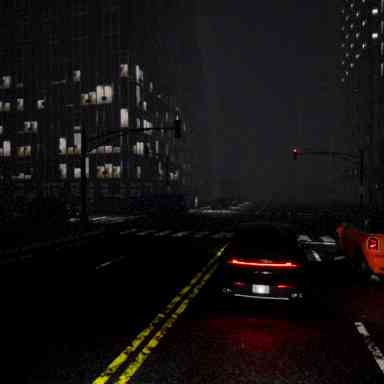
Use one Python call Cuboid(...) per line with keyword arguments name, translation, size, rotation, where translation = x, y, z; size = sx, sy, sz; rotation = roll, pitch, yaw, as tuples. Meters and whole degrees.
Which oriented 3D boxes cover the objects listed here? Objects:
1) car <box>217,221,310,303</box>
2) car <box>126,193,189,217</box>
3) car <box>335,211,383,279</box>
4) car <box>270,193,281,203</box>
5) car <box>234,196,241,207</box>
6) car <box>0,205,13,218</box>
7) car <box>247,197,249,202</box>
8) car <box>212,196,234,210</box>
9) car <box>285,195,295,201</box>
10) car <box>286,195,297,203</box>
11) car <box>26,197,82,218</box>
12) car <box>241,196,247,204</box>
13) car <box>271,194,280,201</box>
Cuboid(name="car", translation=(1.839, 1.501, 8.342), size=(1.837, 1.490, 4.892), rotation=(0, 0, 14))
Cuboid(name="car", translation=(-3.023, 1.108, 29.494), size=(5.566, 2.045, 2.150), rotation=(1, 1, 15))
Cuboid(name="car", translation=(5.707, 1.347, 9.950), size=(2.097, 1.767, 4.553), rotation=(0, 0, 14))
Cuboid(name="car", translation=(17.647, 1.158, 70.284), size=(2.150, 2.045, 5.566), rotation=(0, 0, 14))
Cuboid(name="car", translation=(6.132, 1.471, 51.846), size=(1.837, 1.490, 4.892), rotation=(0, 0, 14))
Cuboid(name="car", translation=(-16.809, 1.434, 27.175), size=(4.313, 1.339, 1.947), rotation=(1, 1, 15))
Cuboid(name="car", translation=(10.993, 1.497, 70.504), size=(1.994, 1.385, 4.181), rotation=(0, 0, 14))
Cuboid(name="car", translation=(3.843, 1.501, 42.864), size=(1.812, 1.442, 4.674), rotation=(0, 0, 14))
Cuboid(name="car", translation=(23.364, 1.465, 79.544), size=(2.033, 1.411, 5.357), rotation=(0, 0, 14))
Cuboid(name="car", translation=(20.816, 1.464, 69.539), size=(2.128, 1.511, 4.902), rotation=(0, 0, 14))
Cuboid(name="car", translation=(-11.808, 1.216, 28.622), size=(4.553, 1.767, 2.097), rotation=(1, 1, 15))
Cuboid(name="car", translation=(8.455, 1.482, 60.844), size=(1.812, 1.442, 4.674), rotation=(0, 0, 15))
Cuboid(name="car", translation=(20.215, 1.236, 80.349), size=(1.882, 1.535, 5.008), rotation=(0, 0, 14))
